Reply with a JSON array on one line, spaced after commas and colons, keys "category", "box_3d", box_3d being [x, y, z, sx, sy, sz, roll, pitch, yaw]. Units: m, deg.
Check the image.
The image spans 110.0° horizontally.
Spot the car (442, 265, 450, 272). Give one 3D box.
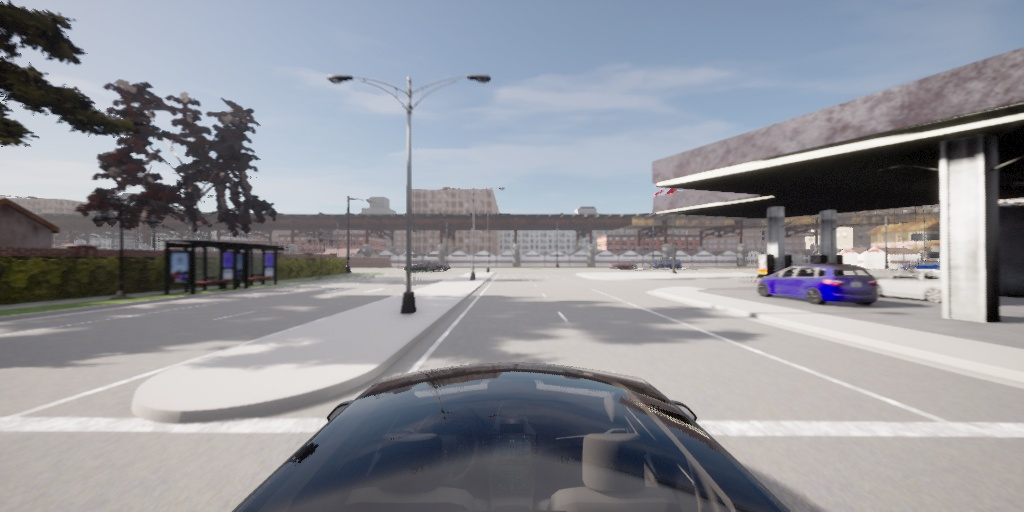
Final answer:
[{"category": "car", "box_3d": [-12.530, 1.784, 58.362, 4.892, 1.490, 1.837, 0, -1, 1]}]

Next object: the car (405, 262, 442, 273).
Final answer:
[{"category": "car", "box_3d": [-13.661, 1.844, 54.403, 4.718, 1.301, 1.895, 0, -1, 15]}]
